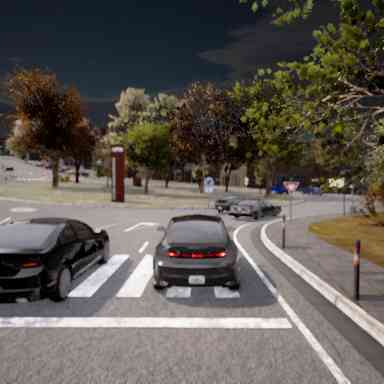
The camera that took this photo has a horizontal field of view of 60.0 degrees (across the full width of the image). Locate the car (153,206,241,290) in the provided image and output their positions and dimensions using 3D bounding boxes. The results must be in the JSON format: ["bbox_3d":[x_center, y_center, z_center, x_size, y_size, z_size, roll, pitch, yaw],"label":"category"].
[{"bbox_3d":[0.106,1.339,8.608,1.837,1.490,4.892,0,1,0],"label":"car"}]

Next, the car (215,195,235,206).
[{"bbox_3d":[3.964,0.992,27.858,4.892,1.490,1.837,0,2,-45],"label":"car"}]

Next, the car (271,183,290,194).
[{"bbox_3d":[16.002,-0.657,61.109,2.150,2.045,5.566,-1,3,-23],"label":"car"}]

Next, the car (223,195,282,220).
[{"bbox_3d":[4.702,1.183,24.147,2.033,1.411,5.357,2,2,37],"label":"car"}]

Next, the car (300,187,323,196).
[{"bbox_3d":[20.613,-0.180,57.411,1.812,1.442,4.674,-1,3,-15],"label":"car"}]

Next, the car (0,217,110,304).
[{"bbox_3d":[-3.384,1.326,7.931,1.882,1.535,5.008,0,1,1],"label":"car"}]
